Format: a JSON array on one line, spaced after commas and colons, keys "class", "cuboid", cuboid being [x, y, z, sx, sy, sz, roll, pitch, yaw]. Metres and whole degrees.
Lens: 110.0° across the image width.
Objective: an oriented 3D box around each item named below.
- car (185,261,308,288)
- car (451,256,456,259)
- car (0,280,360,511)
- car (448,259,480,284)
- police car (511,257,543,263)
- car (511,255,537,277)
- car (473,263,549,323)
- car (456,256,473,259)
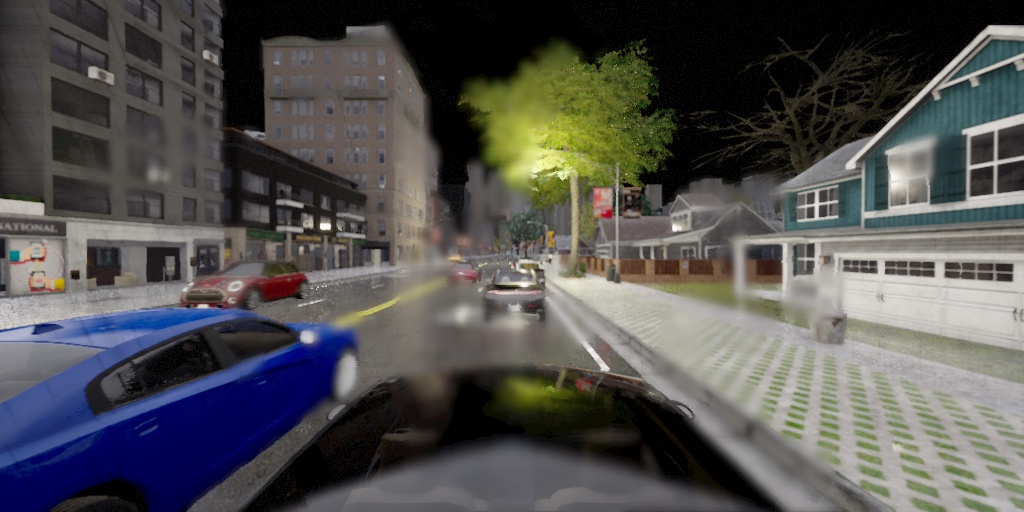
[{"class": "car", "cuboid": [-9.841, 1.001, 13.665, 2.097, 1.767, 4.553, 0, 1, 0]}, {"class": "car", "cuboid": [-9.748, 0.681, 63.044, 1.882, 1.535, 5.008, 0, 1, 1]}, {"class": "car", "cuboid": [-3.149, 1.215, 3.256, 1.882, 1.535, 5.008, 0, 0, 0]}, {"class": "car", "cuboid": [-3.133, 1.114, 24.798, 1.994, 1.385, 4.181, 0, 1, 0]}, {"class": "police car", "cuboid": [0.990, 1.000, 22.021, 1.930, 1.638, 5.238, 0, 1, 0]}, {"class": "car", "cuboid": [0.997, 0.837, 31.880, 2.097, 1.767, 4.553, 0, 1, 0]}, {"class": "car", "cuboid": [0.107, 1.157, 11.770, 2.128, 1.511, 4.902, 0, 0, 0]}, {"class": "car", "cuboid": [-6.553, 0.838, 53.425, 2.033, 1.411, 5.357, 0, 0, 0]}]
